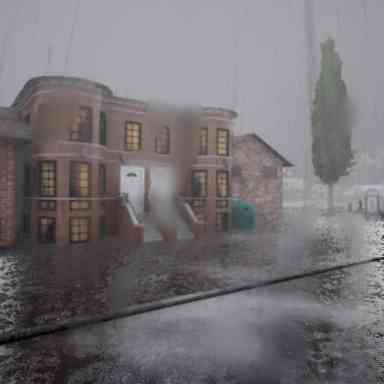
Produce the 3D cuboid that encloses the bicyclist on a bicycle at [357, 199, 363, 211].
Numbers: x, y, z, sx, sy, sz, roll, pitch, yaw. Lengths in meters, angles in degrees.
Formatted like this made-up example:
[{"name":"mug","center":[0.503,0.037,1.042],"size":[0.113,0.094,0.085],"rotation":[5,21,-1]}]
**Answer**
[{"name":"bicyclist on a bicycle","center":[23.097,1.851,45.673],"size":[1.656,1.620,0.582],"rotation":[0,0,-36]}]
